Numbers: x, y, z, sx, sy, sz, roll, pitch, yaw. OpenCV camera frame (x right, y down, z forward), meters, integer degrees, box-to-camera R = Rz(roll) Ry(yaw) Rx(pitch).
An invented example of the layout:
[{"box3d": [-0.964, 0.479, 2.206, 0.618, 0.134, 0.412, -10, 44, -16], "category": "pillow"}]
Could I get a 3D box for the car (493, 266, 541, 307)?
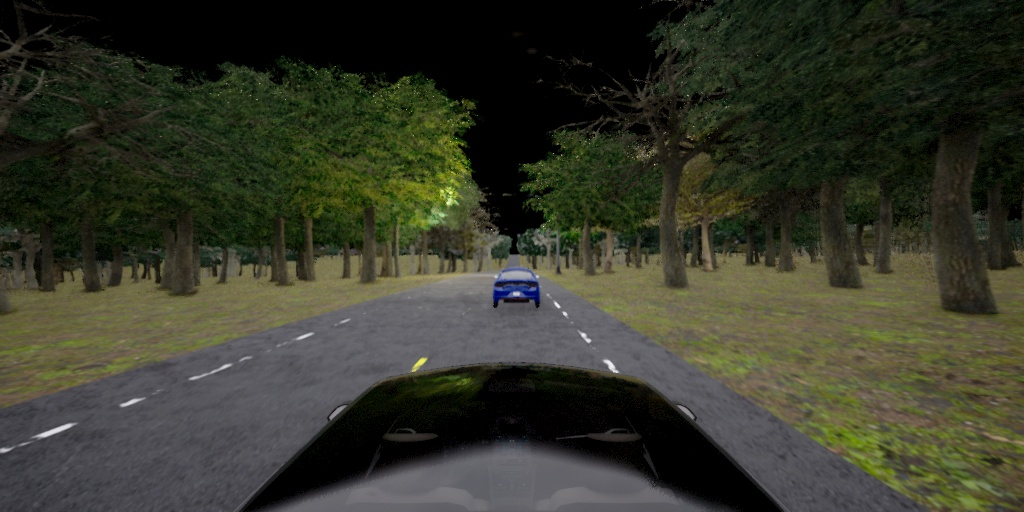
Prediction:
[{"box3d": [0.205, 1.269, 15.834, 1.882, 1.535, 5.008, 0, 0, 1], "category": "car"}]
